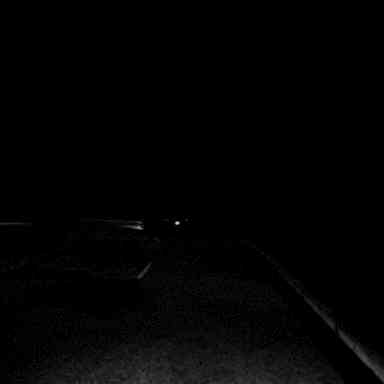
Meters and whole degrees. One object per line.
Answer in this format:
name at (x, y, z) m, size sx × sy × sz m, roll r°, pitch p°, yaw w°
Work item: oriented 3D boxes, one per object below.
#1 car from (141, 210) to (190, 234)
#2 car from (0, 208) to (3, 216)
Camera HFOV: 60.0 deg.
car at (-1.794, 1.825, 21.284) m, size 1.994 × 1.385 × 4.181 m, roll 1°, pitch -1°, yaw -27°
car at (-19.014, 1.716, 28.548) m, size 4.902 × 1.511 × 2.128 m, roll 1°, pitch -1°, yaw -7°
